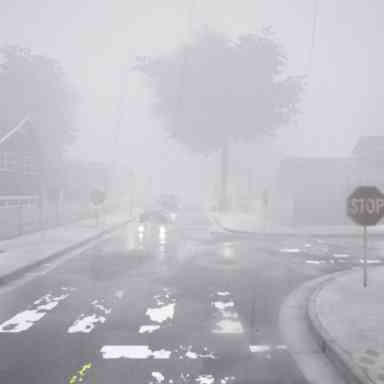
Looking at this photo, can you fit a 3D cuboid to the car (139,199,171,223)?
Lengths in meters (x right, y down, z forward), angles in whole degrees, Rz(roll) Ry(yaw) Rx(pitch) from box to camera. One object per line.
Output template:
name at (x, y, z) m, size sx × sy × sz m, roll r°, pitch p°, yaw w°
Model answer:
car at (-2.846, 1.520, 25.566) m, size 1.812 × 1.442 × 4.674 m, roll 0°, pitch 0°, yaw 0°

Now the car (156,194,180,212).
car at (-2.845, 1.211, 38.699) m, size 2.150 × 2.045 × 5.566 m, roll 0°, pitch 0°, yaw 0°
